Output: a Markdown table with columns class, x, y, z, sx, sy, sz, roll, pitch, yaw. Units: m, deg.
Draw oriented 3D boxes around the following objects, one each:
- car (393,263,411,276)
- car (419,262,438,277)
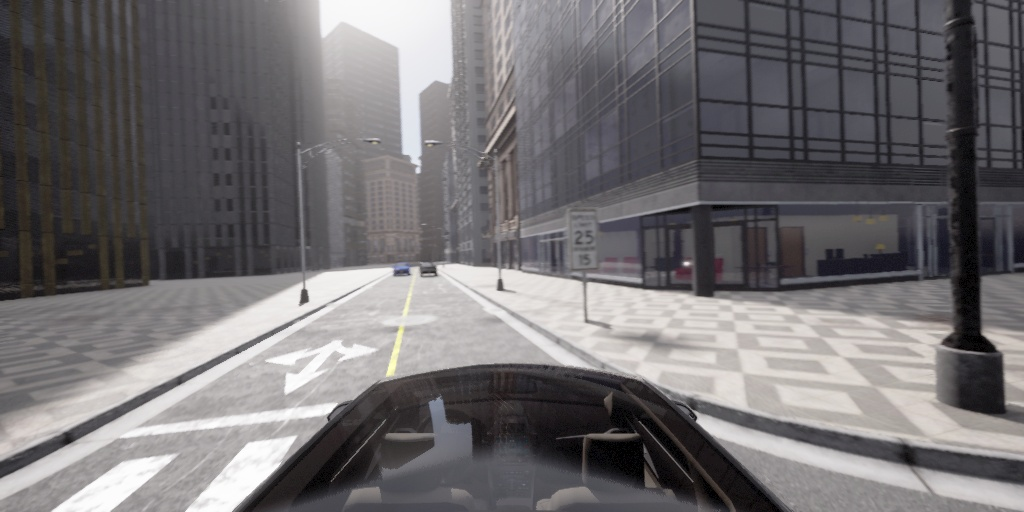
| class | x | y | z | sx | sy | sz | roll | pitch | yaw |
| --- | --- | --- | --- | --- | --- | --- | --- | --- | --- |
| car | -13.357 | 1.578 | 43.644 | 1.882 | 1.535 | 5.008 | -2 | 0 | -14 |
| car | -9.250 | 1.468 | 39.843 | 1.837 | 1.490 | 4.892 | -2 | 0 | -14 |
